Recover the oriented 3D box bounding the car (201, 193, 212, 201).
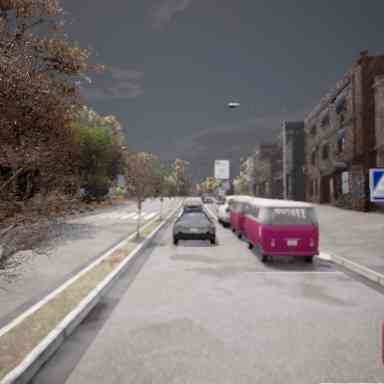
[{"bbox_3d":[2.934,1.063,69.929,2.128,1.511,4.902,0,2,0],"label":"car"}]

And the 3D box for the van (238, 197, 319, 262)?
[{"bbox_3d":[3.052,1.300,12.292,1.878,1.987,4.442,0,0,0],"label":"van"}]

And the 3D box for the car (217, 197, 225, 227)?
[{"bbox_3d":[3.053,1.301,23.297,2.435,2.045,5.566,0,0,0],"label":"car"}]

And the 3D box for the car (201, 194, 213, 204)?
[{"bbox_3d":[2.933,1.454,62.133,2.033,1.411,5.357,0,2,0],"label":"car"}]

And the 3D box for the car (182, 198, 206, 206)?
[{"bbox_3d":[0.101,1.590,31.928,1.837,1.490,4.892,0,0,0],"label":"car"}]

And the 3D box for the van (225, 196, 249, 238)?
[{"bbox_3d":[3.053,1.314,17.839,1.878,1.987,4.442,0,0,0],"label":"van"}]

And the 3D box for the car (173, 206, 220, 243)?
[{"bbox_3d":[0.098,1.621,16.432,1.994,1.385,4.181,0,0,0],"label":"car"}]

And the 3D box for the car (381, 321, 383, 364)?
[{"bbox_3d":[3.051,1.234,1.112,2.435,2.045,5.566,0,0,0],"label":"car"}]
